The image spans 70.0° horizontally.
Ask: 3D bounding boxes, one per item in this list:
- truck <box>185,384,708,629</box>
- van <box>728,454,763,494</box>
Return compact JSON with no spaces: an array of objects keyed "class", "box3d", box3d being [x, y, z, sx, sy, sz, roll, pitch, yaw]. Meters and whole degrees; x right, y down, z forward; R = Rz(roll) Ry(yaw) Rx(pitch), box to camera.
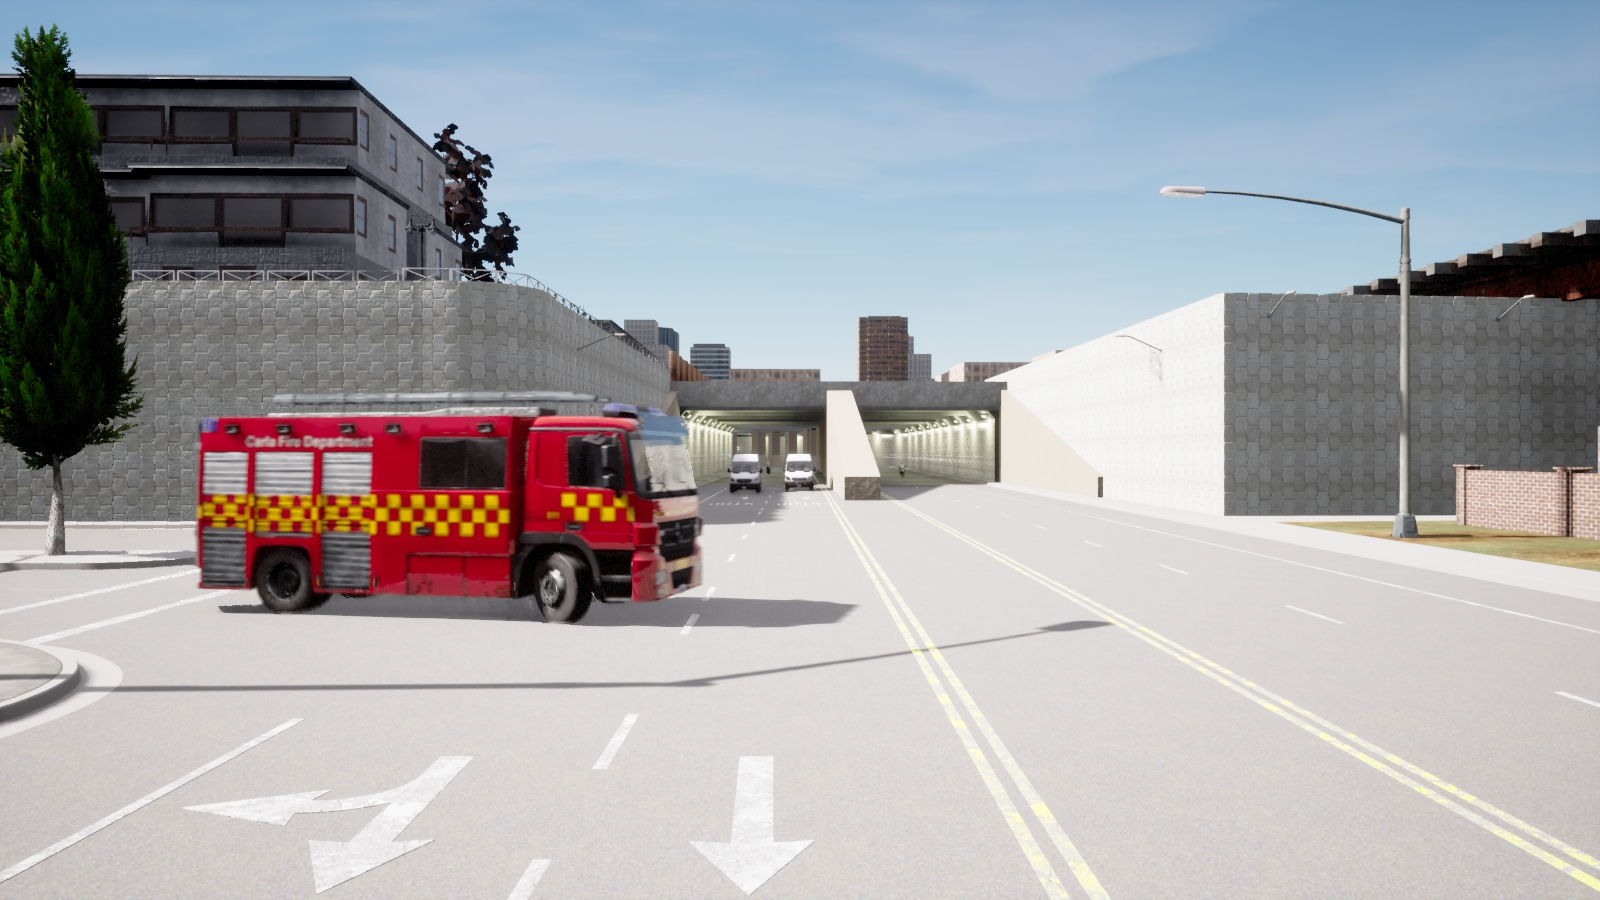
[{"class":"truck","box3d":[-6.116,0.890,20.147,8.468,3.827,2.891,0,0,13]},{"class":"van","box3d":[-3.558,1.534,75.415,1.988,2.561,5.915,0,0,0]}]
